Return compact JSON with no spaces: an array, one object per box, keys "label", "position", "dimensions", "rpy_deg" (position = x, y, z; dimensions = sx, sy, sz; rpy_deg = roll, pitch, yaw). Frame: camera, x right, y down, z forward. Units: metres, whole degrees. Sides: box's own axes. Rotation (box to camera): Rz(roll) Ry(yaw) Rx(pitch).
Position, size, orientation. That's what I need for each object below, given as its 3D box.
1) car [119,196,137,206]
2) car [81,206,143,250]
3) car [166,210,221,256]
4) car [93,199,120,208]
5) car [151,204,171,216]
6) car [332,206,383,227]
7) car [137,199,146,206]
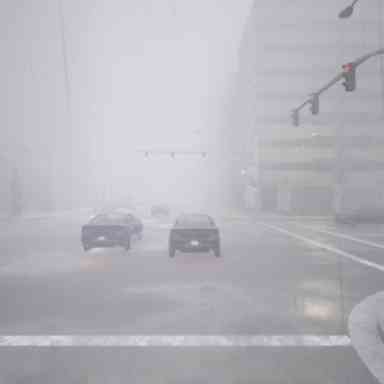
[{"label":"car","position":[-10.579,1.710,52.494],"dimensions":[2.150,2.045,5.566],"rpy_deg":[0,0,0]},{"label":"car","position":[-3.405,1.620,14.987],"dimensions":[1.882,1.535,5.008],"rpy_deg":[0,-1,0]},{"label":"car","position":[0.095,1.608,13.779],"dimensions":[1.882,1.535,5.008],"rpy_deg":[0,-1,0]},{"label":"car","position":[-10.600,1.871,40.282],"dimensions":[2.128,1.511,4.902],"rpy_deg":[0,-1,0]},{"label":"car","position":[-3.411,1.952,37.185],"dimensions":[1.895,1.301,4.718],"rpy_deg":[0,-1,0]},{"label":"car","position":[12.640,1.755,24.148],"dimensions":[4.674,1.442,1.812],"rpy_deg":[0,-1,-1]},{"label":"car","position":[-10.519,2.175,67.748],"dimensions":[2.033,1.411,5.357],"rpy_deg":[0,-1,0]}]
